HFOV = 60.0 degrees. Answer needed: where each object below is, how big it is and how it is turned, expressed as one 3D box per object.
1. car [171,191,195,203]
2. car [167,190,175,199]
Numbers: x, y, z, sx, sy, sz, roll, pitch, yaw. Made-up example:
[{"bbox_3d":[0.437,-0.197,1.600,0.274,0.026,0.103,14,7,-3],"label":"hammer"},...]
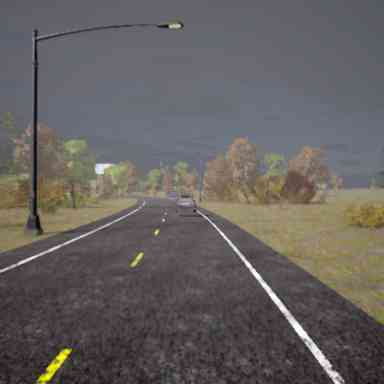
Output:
[{"bbox_3d":[-0.622,0.963,29.705,2.033,1.649,4.856,0,0,-3],"label":"car"},{"bbox_3d":[-3.348,0.711,60.572,2.150,2.045,5.566,0,0,-7],"label":"car"}]
